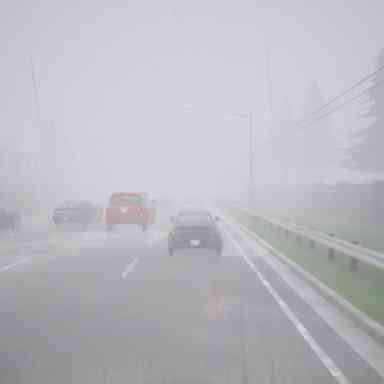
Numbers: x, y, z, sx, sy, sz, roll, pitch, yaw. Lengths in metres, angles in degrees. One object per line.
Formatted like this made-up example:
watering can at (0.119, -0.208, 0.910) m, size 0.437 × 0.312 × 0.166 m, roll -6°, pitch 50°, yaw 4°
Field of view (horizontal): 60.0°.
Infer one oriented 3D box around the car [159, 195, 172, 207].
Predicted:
car at (-3.405, 1.063, 40.300) m, size 1.812 × 1.442 × 4.674 m, roll 0°, pitch 1°, yaw 0°

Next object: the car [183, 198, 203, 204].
car at (0.098, 1.237, 31.650) m, size 1.895 × 1.301 × 4.718 m, roll 0°, pitch 1°, yaw 0°

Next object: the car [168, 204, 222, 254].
car at (0.097, 1.380, 12.612) m, size 1.812 × 1.442 × 4.674 m, roll 0°, pitch 0°, yaw 0°

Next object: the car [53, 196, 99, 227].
car at (-6.901, 1.255, 20.616) m, size 2.128 × 1.511 × 4.902 m, roll 0°, pitch 1°, yaw 0°

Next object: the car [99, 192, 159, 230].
car at (-3.402, 0.999, 19.296) m, size 2.150 × 2.045 × 5.566 m, roll 0°, pitch 1°, yaw 0°

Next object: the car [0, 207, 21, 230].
car at (-10.402, 1.289, 16.402) m, size 1.882 × 1.535 × 5.008 m, roll 0°, pitch 1°, yaw 0°

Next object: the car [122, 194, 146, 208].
car at (-6.903, 1.032, 40.127) m, size 2.128 × 1.511 × 4.902 m, roll 0°, pitch 1°, yaw 0°
